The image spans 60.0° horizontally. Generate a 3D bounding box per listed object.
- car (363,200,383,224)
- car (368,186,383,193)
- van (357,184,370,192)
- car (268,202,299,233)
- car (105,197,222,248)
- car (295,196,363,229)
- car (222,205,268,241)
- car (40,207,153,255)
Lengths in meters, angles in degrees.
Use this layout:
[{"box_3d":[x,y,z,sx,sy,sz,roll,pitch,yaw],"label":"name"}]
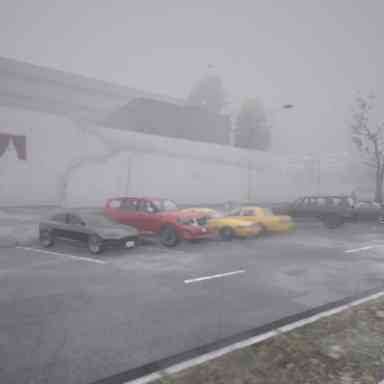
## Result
[{"box_3d":[12.885,1.451,25.677,4.553,1.767,2.185,-1,-1,35],"label":"car"},{"box_3d":[45.443,-0.469,81.367,2.231,1.521,4.892,7,3,35],"label":"car"},{"box_3d":[43.687,-0.968,83.732,1.878,1.987,4.442,8,3,35],"label":"van"},{"box_3d":[2.929,1.517,18.835,5.366,1.575,1.946,-1,-1,35],"label":"car"},{"box_3d":[-1.778,1.251,15.244,5.566,2.045,2.435,-1,-1,35],"label":"car"},{"box_3d":[7.944,1.291,22.227,5.566,2.045,2.435,-1,-1,35],"label":"car"},{"box_3d":[0.796,1.503,16.889,5.366,1.575,1.946,-1,-1,35],"label":"car"},{"box_3d":[-4.222,1.526,13.497,4.792,1.488,2.163,-1,-1,35],"label":"car"}]
